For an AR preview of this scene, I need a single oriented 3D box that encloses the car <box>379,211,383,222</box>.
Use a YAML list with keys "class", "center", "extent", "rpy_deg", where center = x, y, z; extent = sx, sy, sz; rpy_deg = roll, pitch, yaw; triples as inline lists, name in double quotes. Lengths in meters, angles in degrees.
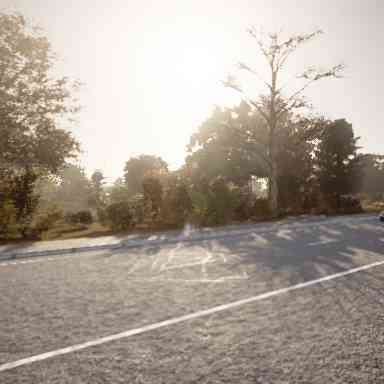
- class: "car"
  center: [16.003, 1.587, 25.256]
  extent: [4.181, 1.385, 1.994]
  rpy_deg: [0, 0, -38]
